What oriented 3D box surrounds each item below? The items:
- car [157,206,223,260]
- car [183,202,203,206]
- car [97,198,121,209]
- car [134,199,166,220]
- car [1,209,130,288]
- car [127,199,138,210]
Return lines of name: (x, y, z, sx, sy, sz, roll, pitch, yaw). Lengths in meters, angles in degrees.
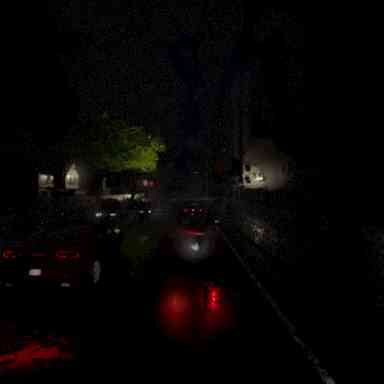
car: (0.087, 1.492, 12.475, 2.128, 1.511, 4.902, 0, 0, 0)
car: (0.102, 1.599, 31.172, 1.895, 1.301, 4.718, 0, 0, 0)
car: (-9.833, 1.470, 39.777, 1.882, 1.535, 5.008, 0, 0, 0)
car: (-3.157, 1.546, 27.651, 2.033, 1.411, 5.357, 0, 0, 0)
car: (-3.177, 1.477, 9.248, 1.882, 1.535, 5.008, 0, 0, 0)
car: (-6.581, 1.556, 40.604, 1.994, 1.385, 4.181, 0, 0, 0)
